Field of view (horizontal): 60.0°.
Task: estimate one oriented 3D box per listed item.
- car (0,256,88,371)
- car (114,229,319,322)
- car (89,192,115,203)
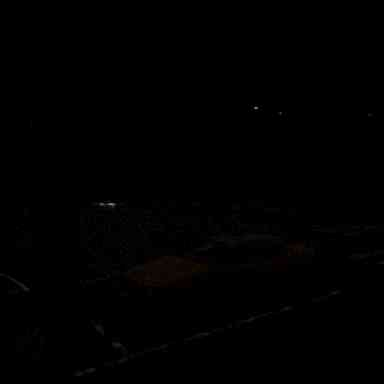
[{"bbox_3d":[-3.573,1.552,4.098,4.403,1.369,2.008,0,0,-36],"label":"car"},{"bbox_3d":[0.775,1.517,7.202,4.829,1.417,1.752,0,0,-36],"label":"car"},{"bbox_3d":[-12.362,0.731,45.374,2.033,1.411,5.357,0,1,-35],"label":"car"}]
